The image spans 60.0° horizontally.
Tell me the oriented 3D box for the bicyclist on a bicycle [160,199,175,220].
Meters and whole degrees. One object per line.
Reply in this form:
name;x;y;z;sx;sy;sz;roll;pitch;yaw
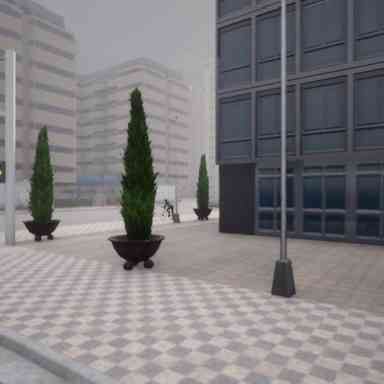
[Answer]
bicyclist on a bicycle;-1.890;1.354;25.798;1.656;1.620;0.582;0;0;35

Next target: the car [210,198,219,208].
car;4.228;1.617;48.826;1.994;1.385;4.181;0;0;35
